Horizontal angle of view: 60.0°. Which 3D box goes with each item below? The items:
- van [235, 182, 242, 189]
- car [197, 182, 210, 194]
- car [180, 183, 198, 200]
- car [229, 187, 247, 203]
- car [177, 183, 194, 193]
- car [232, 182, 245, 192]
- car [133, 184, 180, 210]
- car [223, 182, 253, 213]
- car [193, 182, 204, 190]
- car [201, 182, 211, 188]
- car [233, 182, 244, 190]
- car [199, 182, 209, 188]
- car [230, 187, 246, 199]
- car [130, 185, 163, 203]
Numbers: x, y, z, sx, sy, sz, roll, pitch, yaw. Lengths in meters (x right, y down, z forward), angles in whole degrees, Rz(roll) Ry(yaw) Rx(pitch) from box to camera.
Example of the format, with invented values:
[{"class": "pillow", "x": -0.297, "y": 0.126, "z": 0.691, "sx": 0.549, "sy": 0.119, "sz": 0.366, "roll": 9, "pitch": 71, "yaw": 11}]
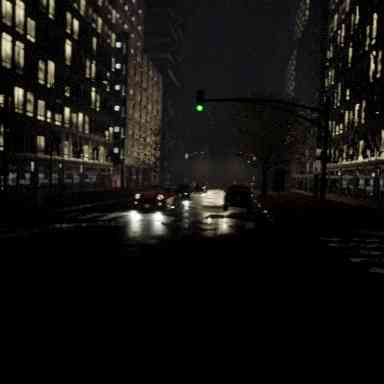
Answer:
[{"class": "van", "x": 12.020, "y": -1.760, "z": 85.764, "sx": 1.690, "sy": 1.788, "sz": 3.998, "roll": 2, "pitch": 2, "yaw": 8}, {"class": "car", "x": 1.299, "y": -0.703, "z": 50.788, "sx": 2.097, "sy": 1.767, "sz": 4.553, "roll": 3, "pitch": 2, "yaw": 8}, {"class": "car", "x": -0.844, "y": -0.015, "z": 35.853, "sx": 1.837, "sy": 1.490, "sz": 4.892, "roll": 3, "pitch": 2, "yaw": 8}, {"class": "car", "x": 4.963, "y": 0.234, "z": 35.704, "sx": 1.752, "sy": 1.417, "sz": 4.829, "roll": 2, "pitch": 2, "yaw": 8}, {"class": "car", "x": -0.998, "y": -0.685, "z": 53.426, "sx": 1.947, "sy": 1.339, "sz": 4.313, "roll": 2, "pitch": 2, "yaw": 8}, {"class": "car", "x": 8.876, "y": -0.975, "z": 63.436, "sx": 2.192, "sy": 1.841, "sz": 5.009, "roll": 2, "pitch": 2, "yaw": 8}, {"class": "car", "x": -2.561, "y": 0.256, "z": 23.938, "sx": 2.097, "sy": 1.767, "sz": 4.553, "roll": 3, "pitch": 2, "yaw": 9}, {"class": "car", "x": 3.373, "y": 0.429, "z": 24.364, "sx": 2.192, "sy": 1.841, "sz": 5.009, "roll": 2, "pitch": 2, "yaw": 8}, {"class": "car", "x": 1.337, "y": -1.325, "z": 69.994, "sx": 1.752, "sy": 1.417, "sz": 4.829, "roll": 2, "pitch": 2, "yaw": 8}, {"class": "car", "x": 3.717, "y": -1.914, "z": 86.902, "sx": 2.008, "sy": 1.369, "sz": 4.403, "roll": 2, "pitch": 2, "yaw": 8}, {"class": "car", "x": 10.448, "y": -1.380, "z": 74.600, "sx": 2.192, "sy": 1.841, "sz": 5.009, "roll": 2, "pitch": 2, "yaw": 8}, {"class": "car", "x": 2.931, "y": -1.680, "z": 81.323, "sx": 1.802, "sy": 1.307, "sz": 4.206, "roll": 2, "pitch": 2, "yaw": 8}, {"class": "car", "x": 5.724, "y": 0.096, "z": 41.120, "sx": 1.802, "sy": 1.307, "sz": 4.206, "roll": 2, "pitch": 2, "yaw": 8}, {"class": "car", "x": -4.164, "y": 0.081, "z": 30.937, "sx": 1.752, "sy": 1.417, "sz": 4.829, "roll": 2, "pitch": 2, "yaw": 8}]
